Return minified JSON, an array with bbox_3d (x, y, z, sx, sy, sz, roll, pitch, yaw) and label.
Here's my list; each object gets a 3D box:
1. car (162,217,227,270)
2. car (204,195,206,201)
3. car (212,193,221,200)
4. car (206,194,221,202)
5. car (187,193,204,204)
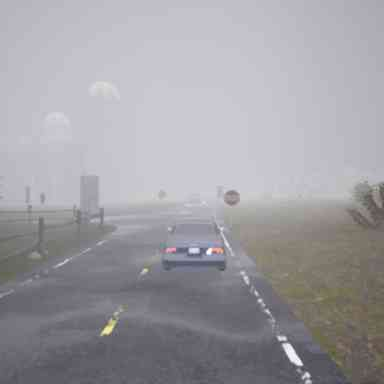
[{"bbox_3d":[0.116,1.541,10.988,2.033,1.411,5.357,0,0,1],"label":"car"},{"bbox_3d":[2.310,1.423,75.751,1.994,1.385,4.181,0,0,7],"label":"car"},{"bbox_3d":[6.160,1.175,84.735,2.097,1.767,4.553,0,0,7],"label":"car"},{"bbox_3d":[4.965,1.431,74.799,2.128,1.511,4.902,0,0,7],"label":"car"},{"bbox_3d":[0.489,1.159,60.737,2.150,2.045,5.566,0,0,7],"label":"car"}]
